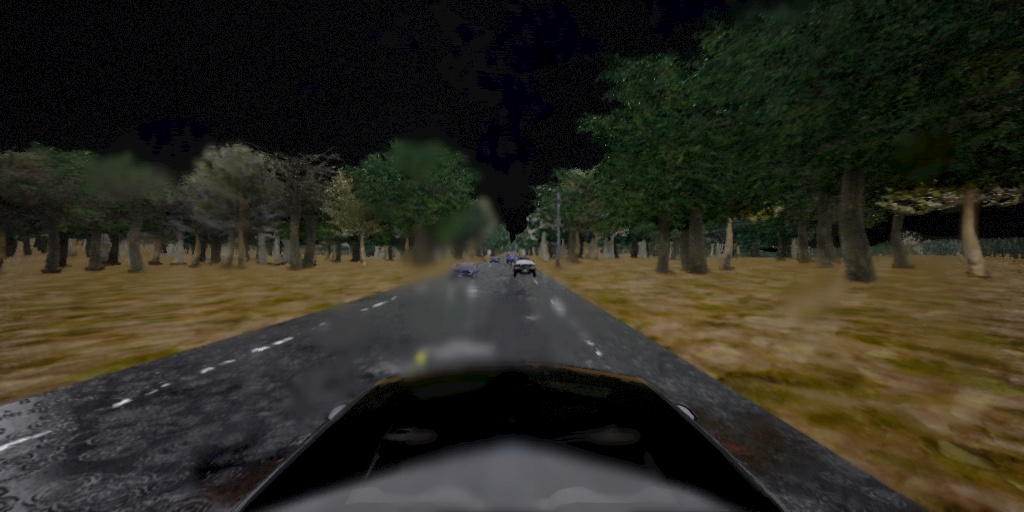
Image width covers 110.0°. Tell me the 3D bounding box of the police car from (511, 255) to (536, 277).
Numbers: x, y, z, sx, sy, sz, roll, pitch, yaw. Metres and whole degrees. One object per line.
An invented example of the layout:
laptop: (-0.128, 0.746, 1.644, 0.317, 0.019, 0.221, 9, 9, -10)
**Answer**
police car: (1.063, 0.950, 31.654, 1.930, 1.638, 5.238, 0, 0, 0)

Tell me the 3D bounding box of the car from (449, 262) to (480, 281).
car: (-3.576, 1.158, 27.664, 1.895, 1.301, 4.718, 0, 0, 0)

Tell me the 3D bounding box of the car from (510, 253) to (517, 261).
car: (1.070, 0.741, 47.517, 2.097, 1.767, 4.553, 0, 0, 0)
